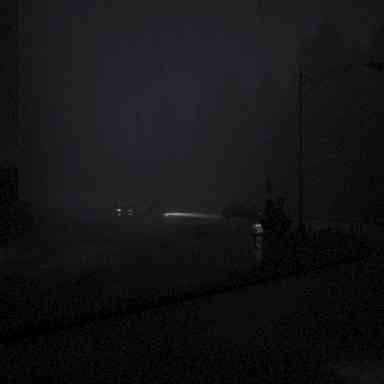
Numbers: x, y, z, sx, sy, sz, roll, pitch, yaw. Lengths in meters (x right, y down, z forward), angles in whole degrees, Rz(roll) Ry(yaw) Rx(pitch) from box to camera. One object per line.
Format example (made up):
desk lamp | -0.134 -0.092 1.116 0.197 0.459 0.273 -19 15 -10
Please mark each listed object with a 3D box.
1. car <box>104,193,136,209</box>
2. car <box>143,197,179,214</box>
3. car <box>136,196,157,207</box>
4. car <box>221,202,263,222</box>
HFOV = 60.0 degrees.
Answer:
car | -10.287 1.223 46.042 2.150 2.045 5.566 0 0 -35
car | -3.208 1.564 36.133 1.994 1.385 4.181 0 0 -36
car | -6.349 1.352 47.719 2.097 1.767 4.553 0 0 -36
car | 4.194 1.526 25.830 1.812 1.442 4.674 0 0 -36
